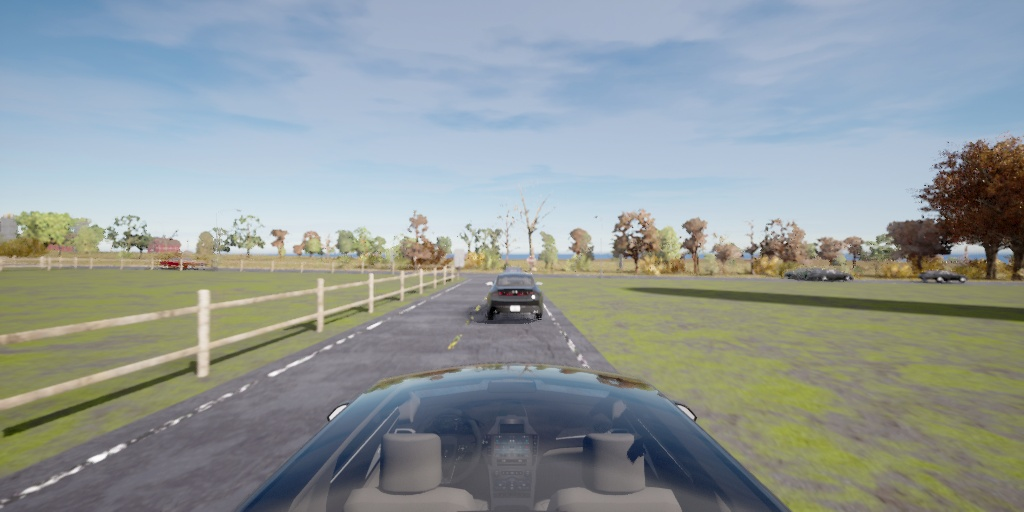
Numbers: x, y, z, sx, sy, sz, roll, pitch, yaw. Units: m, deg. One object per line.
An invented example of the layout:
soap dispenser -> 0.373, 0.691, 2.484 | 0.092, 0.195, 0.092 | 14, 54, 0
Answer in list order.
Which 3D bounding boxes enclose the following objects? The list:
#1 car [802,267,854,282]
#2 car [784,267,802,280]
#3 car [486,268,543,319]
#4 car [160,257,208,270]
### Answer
car -> 40.324, 2.469, 45.400 | 4.902, 1.511, 2.128 | 1, 0, 0
car -> 39.360, 2.299, 48.224 | 4.553, 1.767, 2.097 | 1, 0, 1
car -> 0.098, 1.374, 13.369 | 1.837, 1.490, 4.892 | 0, 0, 0
car -> -41.567, 0.935, 45.523 | 5.008, 1.535, 1.882 | 1, 0, 1
